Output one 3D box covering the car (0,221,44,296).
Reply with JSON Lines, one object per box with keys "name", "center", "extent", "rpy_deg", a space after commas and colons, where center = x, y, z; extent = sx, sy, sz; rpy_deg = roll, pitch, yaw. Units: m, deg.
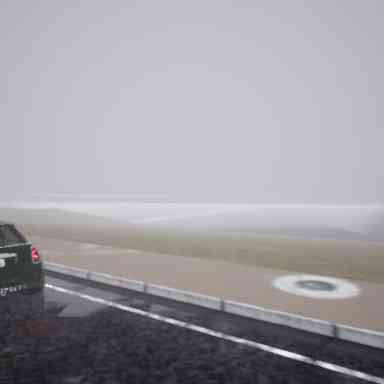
{"name": "car", "center": [-5.387, 1.380, 7.498], "extent": [4.553, 1.767, 2.097], "rpy_deg": [0, 0, 36]}
